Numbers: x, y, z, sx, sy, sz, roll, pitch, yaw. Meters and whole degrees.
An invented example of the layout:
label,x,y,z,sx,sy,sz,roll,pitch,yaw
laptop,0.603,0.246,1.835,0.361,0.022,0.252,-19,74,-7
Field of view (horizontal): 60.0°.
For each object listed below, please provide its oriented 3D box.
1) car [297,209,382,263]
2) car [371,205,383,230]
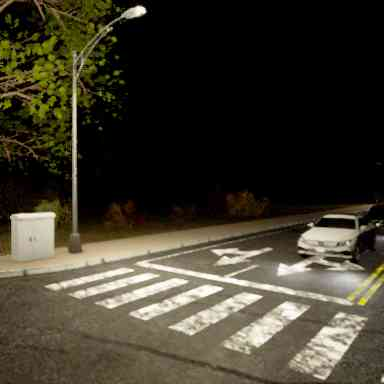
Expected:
label,x,y,z,sx,sy,sz,roll,pitch,yaw
car,5.495,1.557,12.309,1.812,1.442,4.674,-1,0,39
car,11.491,1.540,19.794,1.837,1.490,4.892,-1,-1,39
